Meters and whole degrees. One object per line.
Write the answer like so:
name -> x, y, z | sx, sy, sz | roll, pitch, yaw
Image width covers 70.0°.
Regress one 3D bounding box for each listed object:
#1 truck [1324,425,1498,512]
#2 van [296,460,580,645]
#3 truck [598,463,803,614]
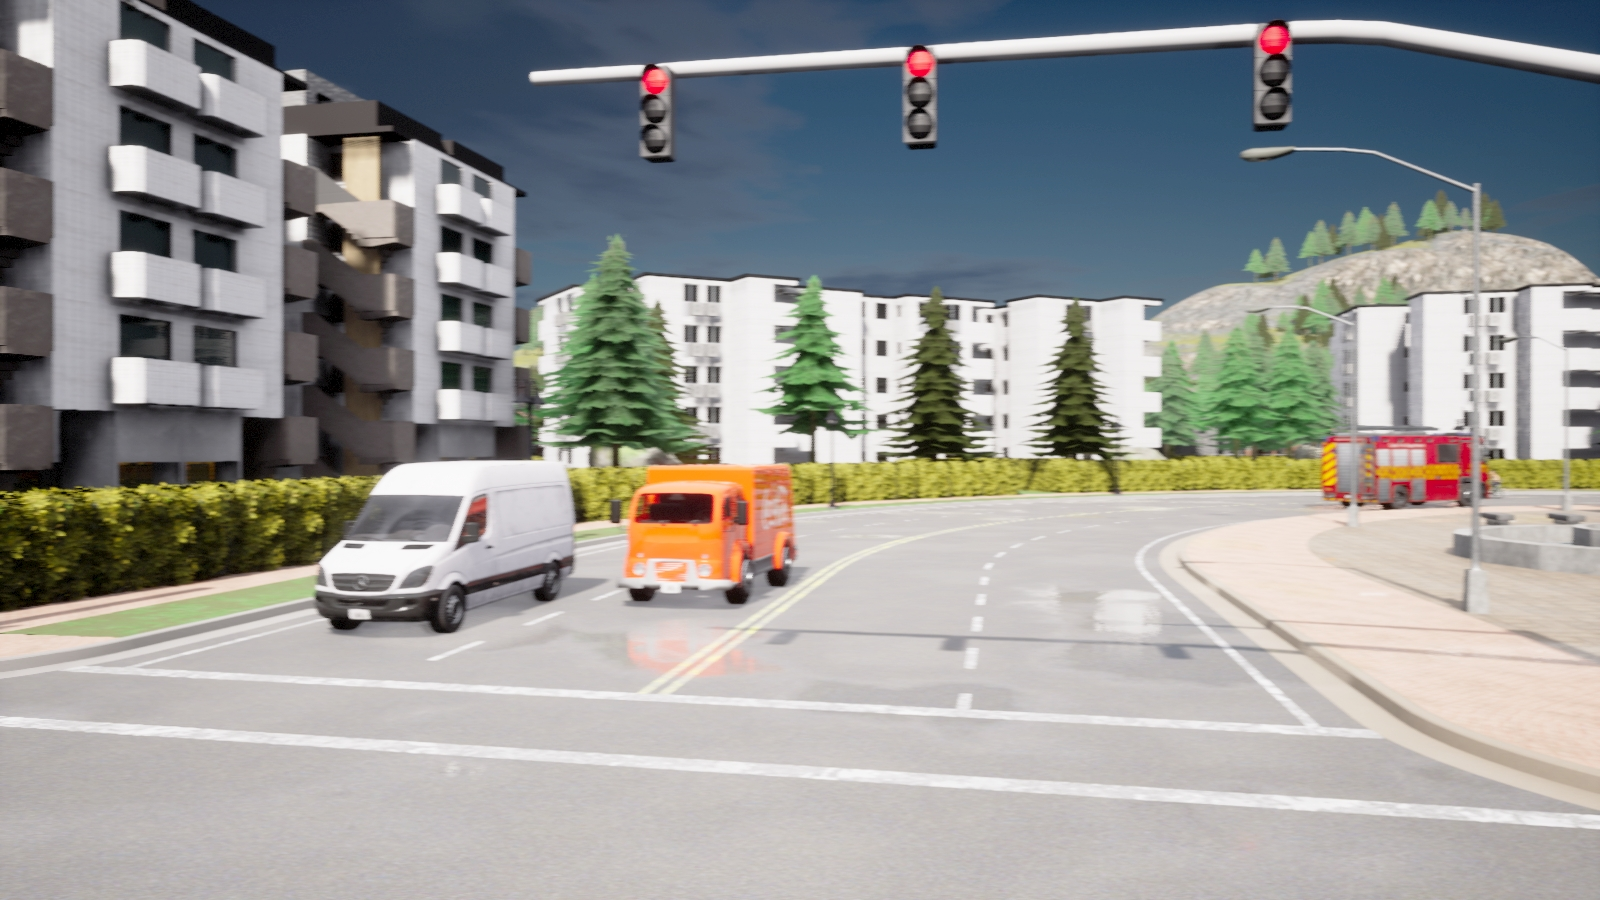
truck -> 28.510, 0.808, 53.216 | 8.468, 3.827, 2.891 | 0, 0, -27
van -> -5.801, 1.489, 19.368 | 1.988, 2.561, 5.915 | 0, 0, 11
truck -> -1.715, 1.521, 22.090 | 2.627, 2.467, 5.204 | 0, 0, 11
